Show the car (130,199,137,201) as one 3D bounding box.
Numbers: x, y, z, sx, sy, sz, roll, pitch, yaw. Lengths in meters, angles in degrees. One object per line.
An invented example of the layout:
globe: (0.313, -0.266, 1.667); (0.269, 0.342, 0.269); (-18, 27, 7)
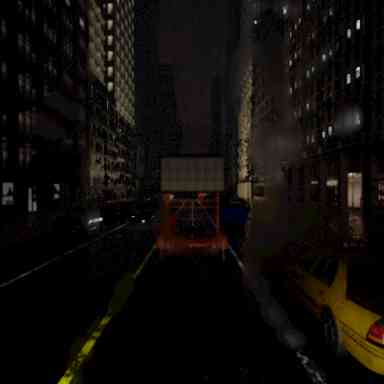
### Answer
car: (-5.696, 1.456, 28.360); (1.887, 1.381, 4.507); (-1, 0, 0)

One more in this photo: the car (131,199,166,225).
car: (-3.100, 1.473, 23.867); (2.033, 1.411, 5.357); (0, 0, 0)

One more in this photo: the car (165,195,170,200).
car: (-5.695, 1.356, 62.461); (2.008, 1.369, 4.403); (-1, 0, 0)

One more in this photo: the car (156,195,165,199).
car: (-5.696, 1.392, 51.094); (2.008, 1.369, 4.403); (-1, 0, 0)

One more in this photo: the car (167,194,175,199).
car: (-5.694, 1.241, 90.710); (1.752, 1.417, 4.829); (-1, 0, 0)

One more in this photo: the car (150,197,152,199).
car: (-5.697, 1.445, 34.043); (2.008, 1.369, 4.403); (-1, 0, 0)

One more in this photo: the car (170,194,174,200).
car: (-5.695, 1.351, 73.828); (1.802, 1.307, 4.206); (-1, 0, 0)

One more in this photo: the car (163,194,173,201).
car: (-5.696, 1.191, 79.512); (1.967, 1.590, 4.097); (-1, 0, 0)

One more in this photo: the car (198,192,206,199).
car: (2.684, 1.030, 90.879); (2.192, 1.841, 5.009); (-1, 0, 0)

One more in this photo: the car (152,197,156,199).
car: (-5.696, 1.458, 39.727); (1.802, 1.307, 4.206); (-1, 0, 0)

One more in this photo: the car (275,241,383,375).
car: (2.683, 1.507, 5.795); (1.752, 1.417, 4.829); (-1, 0, 0)

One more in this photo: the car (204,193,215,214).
car: (2.682, 1.209, 34.042); (2.192, 1.841, 5.009); (-1, 0, 0)

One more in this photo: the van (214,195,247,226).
van: (2.682, 1.270, 22.675); (1.690, 1.788, 3.998); (-1, 0, 0)

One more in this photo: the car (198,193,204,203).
car: (2.685, 1.356, 62.461); (2.008, 1.369, 4.403); (-1, 0, 0)

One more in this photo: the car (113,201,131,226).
car: (-5.696, 1.495, 22.676); (1.947, 1.339, 4.313); (-1, 0, 0)

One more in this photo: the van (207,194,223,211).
van: (2.683, 1.217, 39.726); (1.690, 1.788, 3.998); (-1, 0, 0)

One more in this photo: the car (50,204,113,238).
car: (-5.697, 1.498, 16.992); (2.008, 1.369, 4.403); (-1, 0, 0)

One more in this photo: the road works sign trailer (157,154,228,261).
road works sign trailer: (0.021, 0.426, 12.045); (2.380, 3.560, 2.880); (0, 0, 0)
